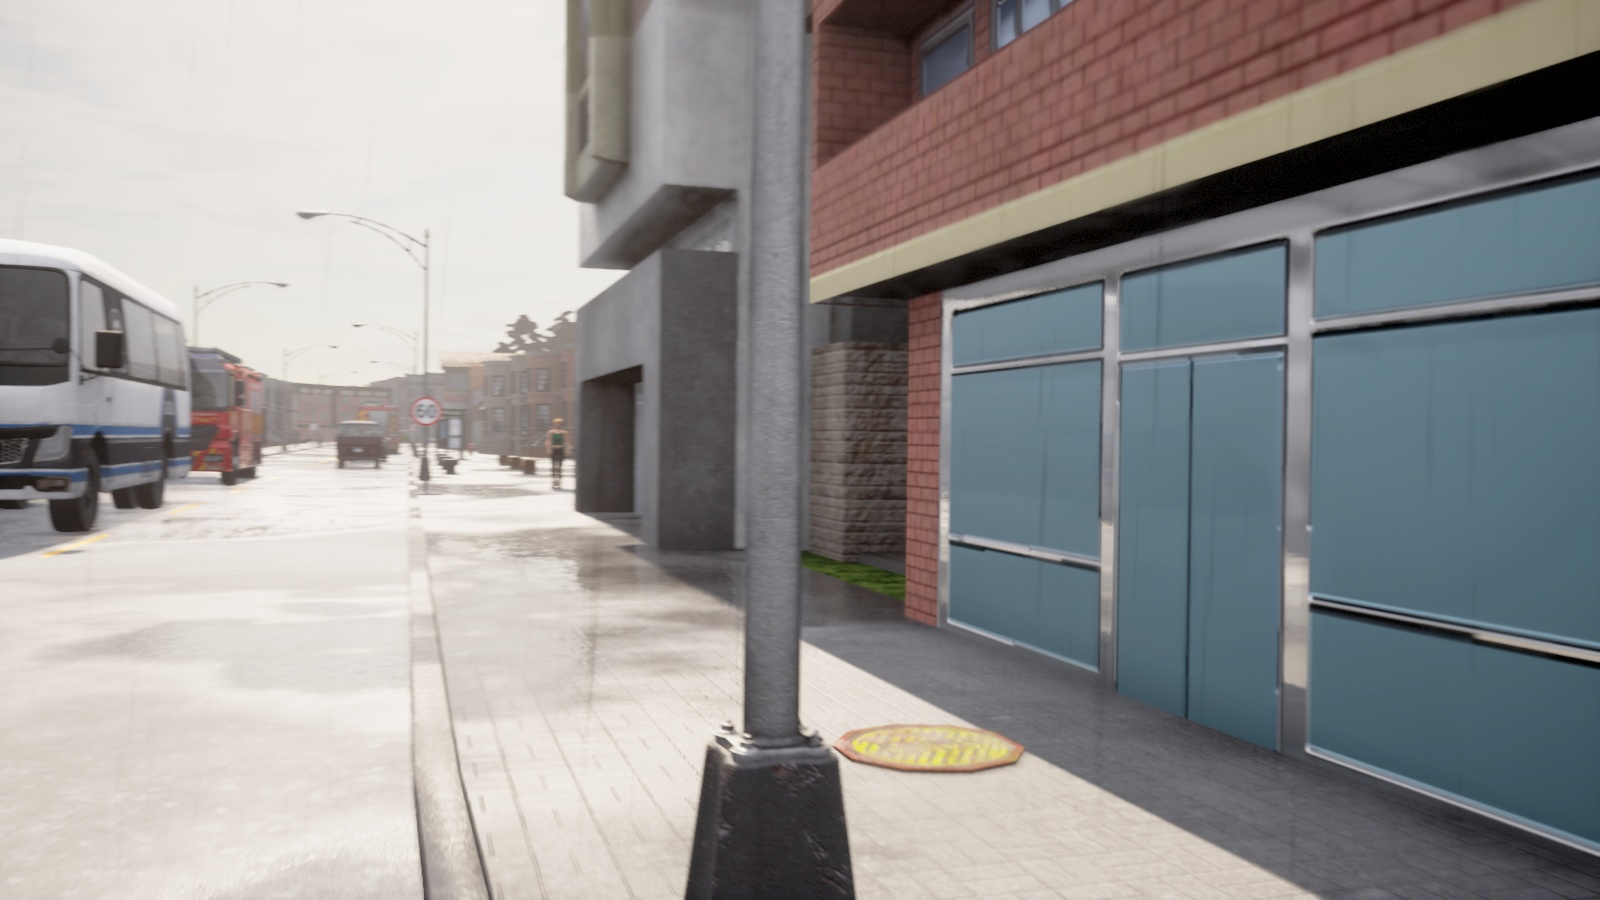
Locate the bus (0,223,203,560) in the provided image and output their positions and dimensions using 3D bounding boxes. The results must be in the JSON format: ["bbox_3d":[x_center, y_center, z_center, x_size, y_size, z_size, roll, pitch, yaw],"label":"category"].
[{"bbox_3d":[-12.642,-0.762,20.407,3.944,4.253,10.273,-1,1,-18],"label":"bus"}]

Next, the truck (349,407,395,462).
[{"bbox_3d":[-30.855,-1.107,90.766,2.891,3.827,8.468,-1,1,-18],"label":"truck"}]

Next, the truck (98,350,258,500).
[{"bbox_3d":[-17.792,-0.672,36.516,2.891,3.827,8.468,-1,1,-18],"label":"truck"}]

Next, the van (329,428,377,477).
[{"bbox_3d":[-18.987,0.087,53.458,1.775,1.987,4.442,-1,0,-18],"label":"van"}]

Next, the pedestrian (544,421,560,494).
[{"bbox_3d":[-6.261,0.180,31.768,0.345,1.836,0.594,0,1,-7],"label":"pedestrian"}]
